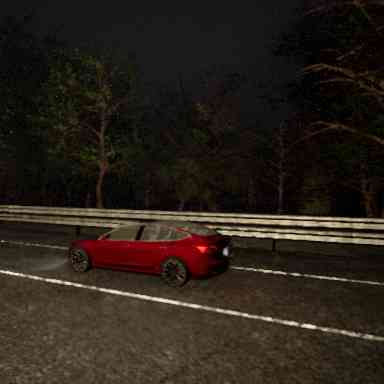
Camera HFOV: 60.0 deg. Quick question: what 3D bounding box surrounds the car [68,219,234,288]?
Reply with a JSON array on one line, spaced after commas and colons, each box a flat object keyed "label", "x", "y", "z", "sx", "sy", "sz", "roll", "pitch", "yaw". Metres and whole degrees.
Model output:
[{"label": "car", "x": -1.242, "y": 1.499, "z": 9.235, "sx": 4.792, "sy": 1.488, "sz": 2.163, "roll": 0, "pitch": 0, "yaw": 27}]
